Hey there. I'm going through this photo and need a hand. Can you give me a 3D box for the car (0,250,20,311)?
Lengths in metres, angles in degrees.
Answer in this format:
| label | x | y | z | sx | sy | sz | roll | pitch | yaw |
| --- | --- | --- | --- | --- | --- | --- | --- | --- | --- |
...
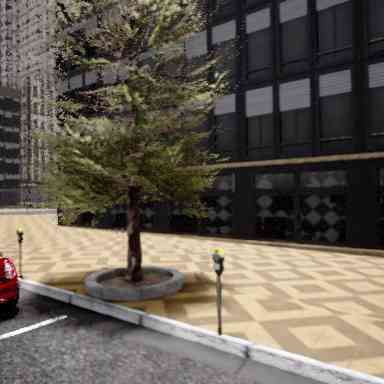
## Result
| label | x | y | z | sx | sy | sz | roll | pitch | yaw |
| --- | --- | --- | --- | --- | --- | --- | --- | --- | --- |
| car | -5.287 | 1.488 | 6.646 | 4.097 | 1.590 | 1.967 | 0 | -1 | 35 |
